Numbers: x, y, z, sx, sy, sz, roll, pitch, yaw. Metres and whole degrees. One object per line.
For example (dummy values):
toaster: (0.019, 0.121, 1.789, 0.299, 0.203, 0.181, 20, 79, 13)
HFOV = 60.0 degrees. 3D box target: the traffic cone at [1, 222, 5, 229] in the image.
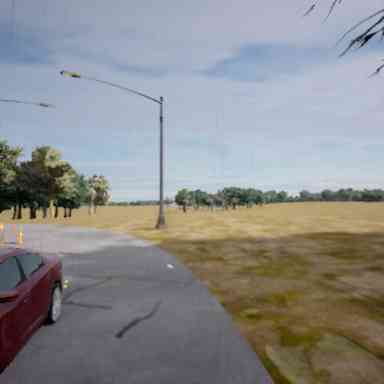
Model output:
traffic cone: (-16.349, 2.883, 28.716, 0.340, 0.580, 0.340, 2, -4, -42)

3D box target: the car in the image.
car: (-3.142, 1.537, 4.365, 1.882, 1.535, 5.008, 0, -1, -7)

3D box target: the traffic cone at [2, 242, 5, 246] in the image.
traffic cone: (-7.068, 2.180, 12.442, 0.340, 0.580, 0.340, 1, -2, -18)

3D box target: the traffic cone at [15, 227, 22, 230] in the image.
traffic cone: (-10.855, 2.483, 21.068, 0.340, 0.580, 0.340, 1, -3, -30)

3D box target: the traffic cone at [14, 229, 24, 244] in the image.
traffic cone: (-8.735, 2.318, 16.855, 0.340, 0.580, 0.340, 1, -2, -24)

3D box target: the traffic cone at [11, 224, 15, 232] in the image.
traffic cone: (-13.402, 2.672, 25.036, 0.340, 0.580, 0.340, 2, -3, -36)
